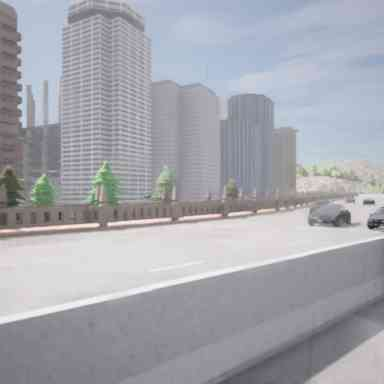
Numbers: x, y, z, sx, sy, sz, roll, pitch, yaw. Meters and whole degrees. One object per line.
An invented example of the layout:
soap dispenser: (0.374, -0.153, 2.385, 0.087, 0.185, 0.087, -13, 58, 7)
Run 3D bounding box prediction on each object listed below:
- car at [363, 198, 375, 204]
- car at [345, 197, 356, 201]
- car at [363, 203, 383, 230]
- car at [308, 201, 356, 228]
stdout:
car: (31.030, 1.723, 58.192, 1.895, 1.301, 4.718, 0, 0, 28)
car: (33.598, 1.695, 70.404, 2.033, 1.411, 5.357, 0, 0, 28)
car: (12.504, 1.590, 20.864, 2.033, 1.411, 5.357, 0, 0, 40)
car: (9.594, 1.582, 22.911, 1.812, 1.442, 4.674, 0, 0, 40)
